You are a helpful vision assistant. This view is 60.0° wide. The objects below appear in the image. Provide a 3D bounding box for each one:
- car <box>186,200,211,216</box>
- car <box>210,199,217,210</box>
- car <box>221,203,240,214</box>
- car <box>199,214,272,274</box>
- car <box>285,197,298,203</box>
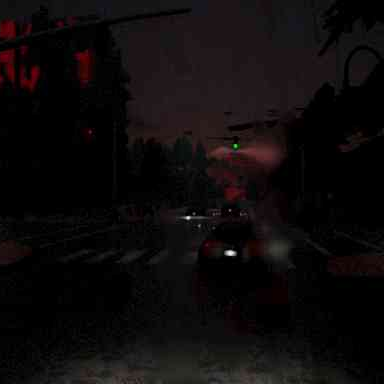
[{"bbox_3d":[0.602,1.886,37.175,2.033,1.411,5.357,0,0,8],"label":"car"},{"bbox_3d":[2.929,1.975,52.867,1.837,1.490,4.892,0,-1,9],"label":"car"},{"bbox_3d":[4.245,1.903,36.540,1.994,1.385,4.181,0,0,8],"label":"car"},{"bbox_3d":[1.540,1.660,11.017,1.994,1.385,4.181,0,-1,14],"label":"car"},{"bbox_3d":[25.435,2.150,85.942,1.845,1.501,3.633,0,0,9],"label":"car"}]
